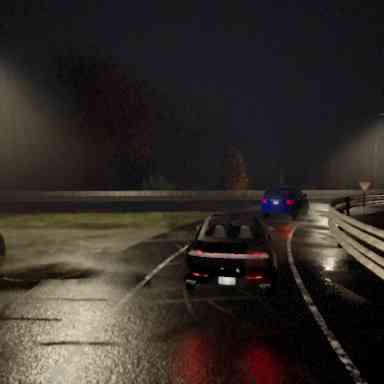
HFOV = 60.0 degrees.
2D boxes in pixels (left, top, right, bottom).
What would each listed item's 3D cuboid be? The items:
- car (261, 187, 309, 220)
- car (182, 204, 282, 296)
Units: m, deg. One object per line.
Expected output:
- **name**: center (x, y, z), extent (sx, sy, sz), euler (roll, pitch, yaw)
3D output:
- **car**: center (6.282, 0.671, 22.183), extent (2.150, 2.045, 5.566), euler (1, 2, 29)
- **car**: center (1.020, 1.282, 8.210), extent (2.128, 1.511, 4.902), euler (0, 2, 10)
